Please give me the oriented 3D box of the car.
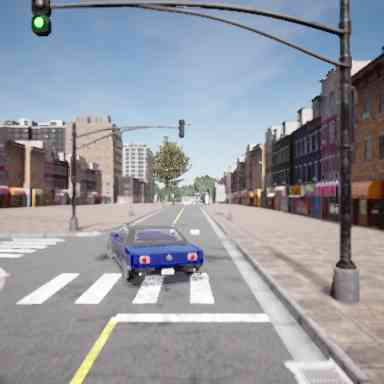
[{"bbox_3d":[-1.374,1.632,10.132,1.895,1.301,4.718,1,0,-21],"label":"car"}]
